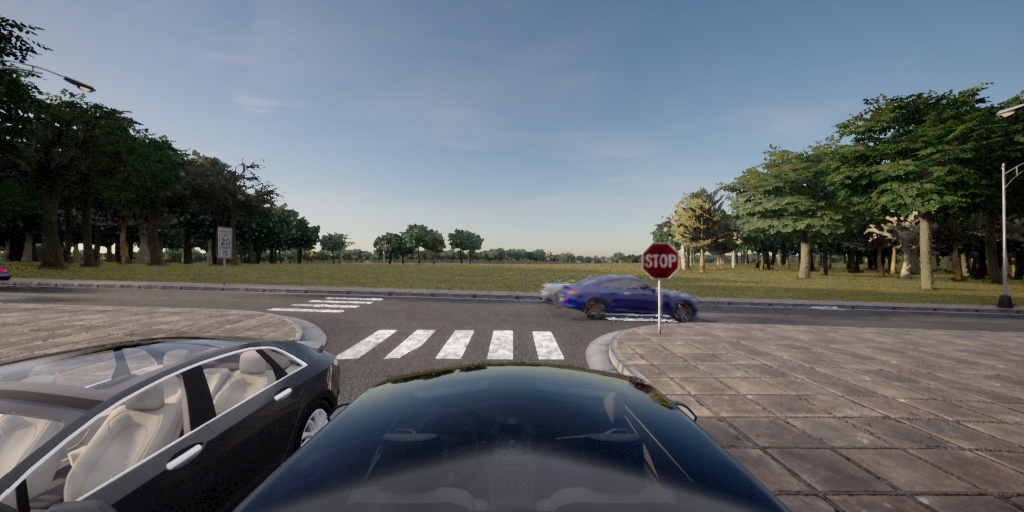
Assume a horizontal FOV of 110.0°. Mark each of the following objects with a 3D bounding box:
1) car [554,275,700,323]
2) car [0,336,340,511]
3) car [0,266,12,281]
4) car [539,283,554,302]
[{"bbox_3d":[4.019,1.410,12.516,4.674,1.442,1.812,2,-1,0],"label":"car"},{"bbox_3d":[-2.636,1.300,2.067,2.007,1.370,4.403,0,0,0],"label":"car"},{"bbox_3d":[-25.340,0.654,15.527,5.357,1.411,2.033,2,-1,0],"label":"car"},{"bbox_3d":[3.545,1.503,15.465,4.718,1.301,1.895,2,-1,0],"label":"car"}]
